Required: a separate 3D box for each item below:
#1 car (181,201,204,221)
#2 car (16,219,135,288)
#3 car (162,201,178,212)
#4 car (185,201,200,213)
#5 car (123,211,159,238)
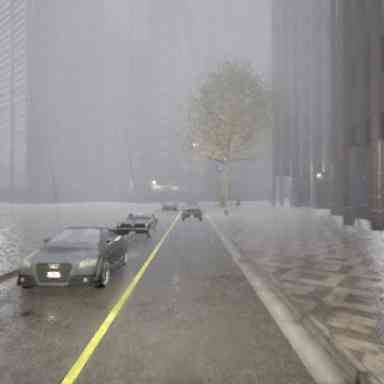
[{"bbox_3d":[0.008,1.854,31.134,1.837,1.490,4.892,0,0,0],"label":"car"},{"bbox_3d":[-3.086,1.681,9.445,1.994,1.385,4.181,0,-1,0],"label":"car"},{"bbox_3d":[-2.988,1.955,45.898,1.882,1.535,5.008,0,-1,2],"label":"car"},{"bbox_3d":[0.163,1.967,45.002,1.837,1.490,4.892,0,0,2],"label":"car"},{"bbox_3d":[-3.089,1.834,19.545,1.895,1.301,4.718,0,-1,0],"label":"car"}]
